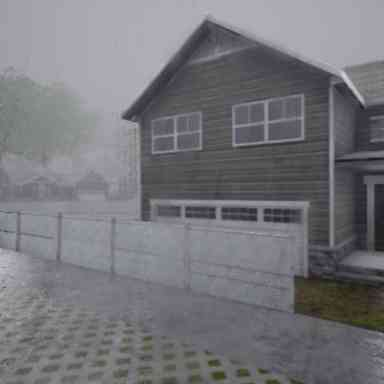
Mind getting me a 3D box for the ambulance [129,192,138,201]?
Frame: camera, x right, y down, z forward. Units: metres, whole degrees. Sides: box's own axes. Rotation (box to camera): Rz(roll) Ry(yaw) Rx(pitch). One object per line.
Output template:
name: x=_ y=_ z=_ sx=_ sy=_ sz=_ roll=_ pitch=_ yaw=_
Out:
ambulance: x=-6.786 y=1.181 z=49.771 sx=2.351 sy=2.431 sz=6.366 roll=0 pitch=0 yaw=36
